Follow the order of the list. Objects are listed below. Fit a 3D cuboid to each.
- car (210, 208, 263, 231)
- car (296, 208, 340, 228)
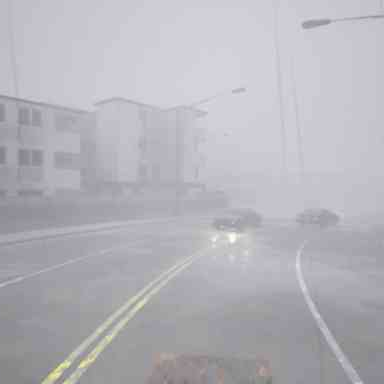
[{"bbox_3d":[3.233,1.800,22.832,2.033,1.411,5.357,1,-1,32],"label":"car"},{"bbox_3d":[9.936,1.964,26.056,2.033,1.411,5.357,2,0,39],"label":"car"}]
